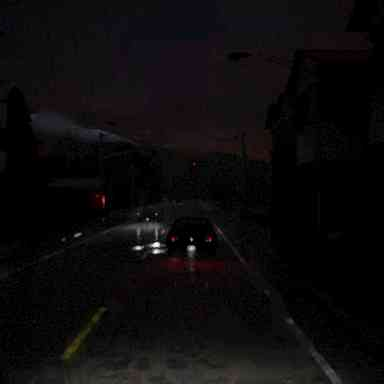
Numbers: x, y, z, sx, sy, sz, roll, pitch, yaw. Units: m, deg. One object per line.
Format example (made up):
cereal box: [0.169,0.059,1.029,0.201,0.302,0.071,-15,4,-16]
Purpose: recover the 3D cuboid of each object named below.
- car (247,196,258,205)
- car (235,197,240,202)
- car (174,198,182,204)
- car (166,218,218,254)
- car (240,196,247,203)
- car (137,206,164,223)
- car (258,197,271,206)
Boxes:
car: [14.104,1.776,66.301,5.027,1.636,2.152,0,-1,0]
car: [13.675,1.863,82.001,4.605,1.855,1.932,0,-1,0]
car: [-3.579,2.277,85.630,1.837,1.490,4.892,0,-1,0]
car: [-0.011,1.731,14.101,1.895,1.301,4.718,0,0,0]
car: [14.091,1.816,79.096,3.866,1.878,1.905,0,-1,0]
car: [-3.529,1.863,28.584,1.895,1.301,4.718,0,-1,0]
car: [14.434,1.796,59.884,3.806,1.475,1.970,0,-1,0]
